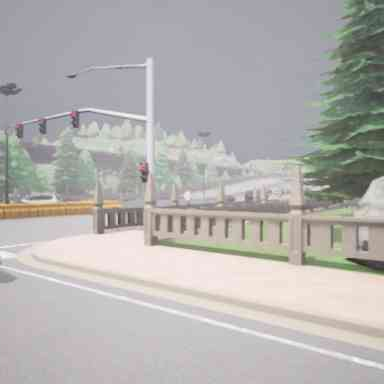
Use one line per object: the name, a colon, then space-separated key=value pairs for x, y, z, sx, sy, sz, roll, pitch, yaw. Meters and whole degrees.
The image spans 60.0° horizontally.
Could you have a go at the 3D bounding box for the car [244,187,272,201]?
car: x=10.505 y=0.638 z=54.585 sx=2.150 sy=2.045 sz=5.566 roll=0 pitch=4 yaw=35

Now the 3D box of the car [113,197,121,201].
car: x=-12.719 y=1.446 z=46.499 sx=2.097 sy=1.767 sz=4.553 roll=0 pitch=0 yaw=35

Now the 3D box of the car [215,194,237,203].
car: x=5.548 y=1.163 z=53.666 sx=1.837 sy=1.490 sz=4.892 roll=0 pitch=2 yaw=36

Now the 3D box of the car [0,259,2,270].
car: x=-7.205 y=1.576 z=9.381 sx=5.357 sy=1.411 sz=2.033 roll=0 pitch=0 yaw=41

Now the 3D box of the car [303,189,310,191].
car: x=21.356 y=-0.367 z=63.771 sx=2.033 sy=1.411 sz=5.357 roll=0 pitch=7 yaw=36

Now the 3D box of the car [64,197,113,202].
car: x=-12.581 y=1.563 z=40.697 sx=1.882 sy=1.535 sz=5.008 roll=0 pitch=0 yaw=36

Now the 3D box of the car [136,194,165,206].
car: x=-6.813 y=1.311 z=54.735 sx=2.097 sy=1.767 sz=4.553 roll=0 pitch=2 yaw=36

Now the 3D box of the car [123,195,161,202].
car: x=-7.232 y=1.419 z=48.143 sx=2.097 sy=1.767 sz=4.553 roll=0 pitch=0 yaw=36

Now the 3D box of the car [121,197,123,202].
car: x=-12.121 y=1.559 z=53.337 sx=2.128 sy=1.511 sz=4.902 roll=0 pitch=1 yaw=36

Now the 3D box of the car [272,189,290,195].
car: x=17.704 y=-0.182 z=64.676 sx=1.994 sy=1.385 sz=4.181 roll=0 pitch=6 yaw=36

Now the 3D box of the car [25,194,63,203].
car: x=-18.389 y=1.316 z=38.624 sx=2.150 sy=2.045 sz=5.566 roll=0 pitch=0 yaw=36

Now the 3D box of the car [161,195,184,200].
car: x=-2.854 y=1.375 z=54.240 sx=2.128 sy=1.511 sz=4.902 roll=0 pitch=2 yaw=36

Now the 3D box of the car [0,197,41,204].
car: x=-18.139 y=1.577 z=32.989 sx=2.128 sy=1.511 sz=4.902 roll=0 pitch=0 yaw=36

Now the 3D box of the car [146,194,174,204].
car: x=-5.903 y=1.233 z=61.954 sx=2.033 sy=1.411 sz=5.357 roll=0 pitch=3 yaw=36

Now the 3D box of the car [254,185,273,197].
car: x=14.219 y=-0.262 z=65.819 sx=2.097 sy=1.767 sz=4.553 roll=0 pitch=6 yaw=36
